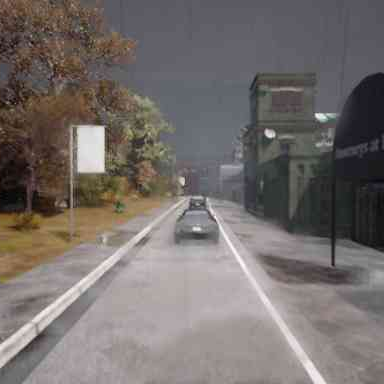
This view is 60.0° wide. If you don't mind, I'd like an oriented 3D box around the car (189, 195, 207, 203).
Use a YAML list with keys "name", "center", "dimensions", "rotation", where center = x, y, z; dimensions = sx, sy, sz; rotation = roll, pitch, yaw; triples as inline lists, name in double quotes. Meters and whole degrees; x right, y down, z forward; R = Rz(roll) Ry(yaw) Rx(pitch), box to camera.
- name: "car"
  center: [0.653, 1.055, 36.596]
  dimensions: [1.812, 1.442, 4.674]
  rotation: [0, 1, 2]

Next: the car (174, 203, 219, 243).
- name: "car"
  center: [0.219, 1.450, 15.653]
  dimensions: [1.994, 1.385, 4.181]
  rotation: [0, 1, 1]
